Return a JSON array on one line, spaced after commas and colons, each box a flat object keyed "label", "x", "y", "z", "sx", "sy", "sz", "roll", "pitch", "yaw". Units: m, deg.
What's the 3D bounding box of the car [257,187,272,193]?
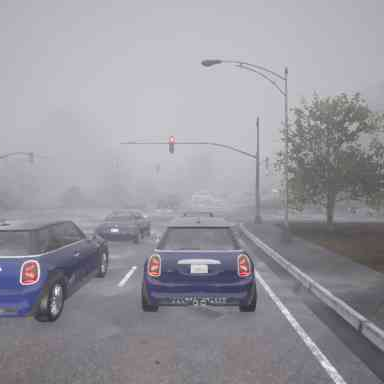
[{"label": "car", "x": 19.801, "y": -0.522, "z": 90.398, "sx": 2.128, "sy": 1.511, "sz": 4.902, "roll": 0, "pitch": 3, "yaw": 38}]

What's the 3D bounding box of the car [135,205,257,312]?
[{"label": "car", "x": 0.139, "y": 1.361, "z": 7.909, "sx": 2.097, "sy": 1.767, "sz": 4.553, "roll": 0, "pitch": 0, "yaw": 0}]

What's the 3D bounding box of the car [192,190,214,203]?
[{"label": "car", "x": 1.892, "y": 1.014, "z": 64.933, "sx": 2.150, "sy": 2.045, "sz": 5.566, "roll": 0, "pitch": 2, "yaw": 21}]

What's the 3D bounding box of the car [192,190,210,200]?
[{"label": "car", "x": 2.012, "y": 0.647, "z": 74.148, "sx": 2.150, "sy": 2.045, "sz": 5.566, "roll": 0, "pitch": 3, "yaw": 23}]

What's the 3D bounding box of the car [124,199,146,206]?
[{"label": "car", "x": -7.584, "y": 1.667, "z": 44.357, "sx": 1.994, "sy": 1.385, "sz": 4.181, "roll": 0, "pitch": 0, "yaw": 11}]

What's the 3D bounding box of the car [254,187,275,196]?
[{"label": "car", "x": 17.662, "y": 0.142, "z": 80.977, "sx": 2.128, "sy": 1.511, "sz": 4.902, "roll": 0, "pitch": 3, "yaw": 33}]

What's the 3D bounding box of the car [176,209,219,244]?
[{"label": "car", "x": 0.326, "y": 1.633, "z": 16.940, "sx": 1.895, "sy": 1.301, "sz": 4.718, "roll": 0, "pitch": 0, "yaw": 2}]

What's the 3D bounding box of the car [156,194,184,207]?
[{"label": "car", "x": -3.341, "y": 1.330, "z": 47.595, "sx": 2.150, "sy": 2.045, "sz": 5.566, "roll": 0, "pitch": 0, "yaw": 13}]

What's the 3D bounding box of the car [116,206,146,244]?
[{"label": "car", "x": -3.199, "y": 1.594, "z": 16.018, "sx": 1.994, "sy": 1.385, "sz": 4.181, "roll": 0, "pitch": 0, "yaw": 2}]

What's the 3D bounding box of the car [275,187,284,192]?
[{"label": "car", "x": 23.401, "y": -0.599, "z": 89.378, "sx": 1.882, "sy": 1.535, "sz": 5.008, "roll": 0, "pitch": 3, "yaw": 38}]

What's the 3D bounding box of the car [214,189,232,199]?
[{"label": "car", "x": 6.583, "y": 0.465, "z": 75.508, "sx": 2.150, "sy": 2.045, "sz": 5.566, "roll": 0, "pitch": 3, "yaw": 26}]

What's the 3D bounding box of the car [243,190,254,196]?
[{"label": "car", "x": 14.132, "y": 0.206, "z": 81.913, "sx": 1.812, "sy": 1.442, "sz": 4.674, "roll": 0, "pitch": 3, "yaw": 33}]

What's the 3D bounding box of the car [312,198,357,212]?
[{"label": "car", "x": 16.434, "y": 1.532, "z": 38.431, "sx": 4.892, "sy": 1.490, "sz": 1.837, "roll": -1, "pitch": 0, "yaw": 4}]

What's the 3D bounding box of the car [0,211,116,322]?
[{"label": "car", "x": -3.365, "y": 1.361, "z": 7.405, "sx": 2.097, "sy": 1.767, "sz": 4.553, "roll": 0, "pitch": 0, "yaw": 1}]
